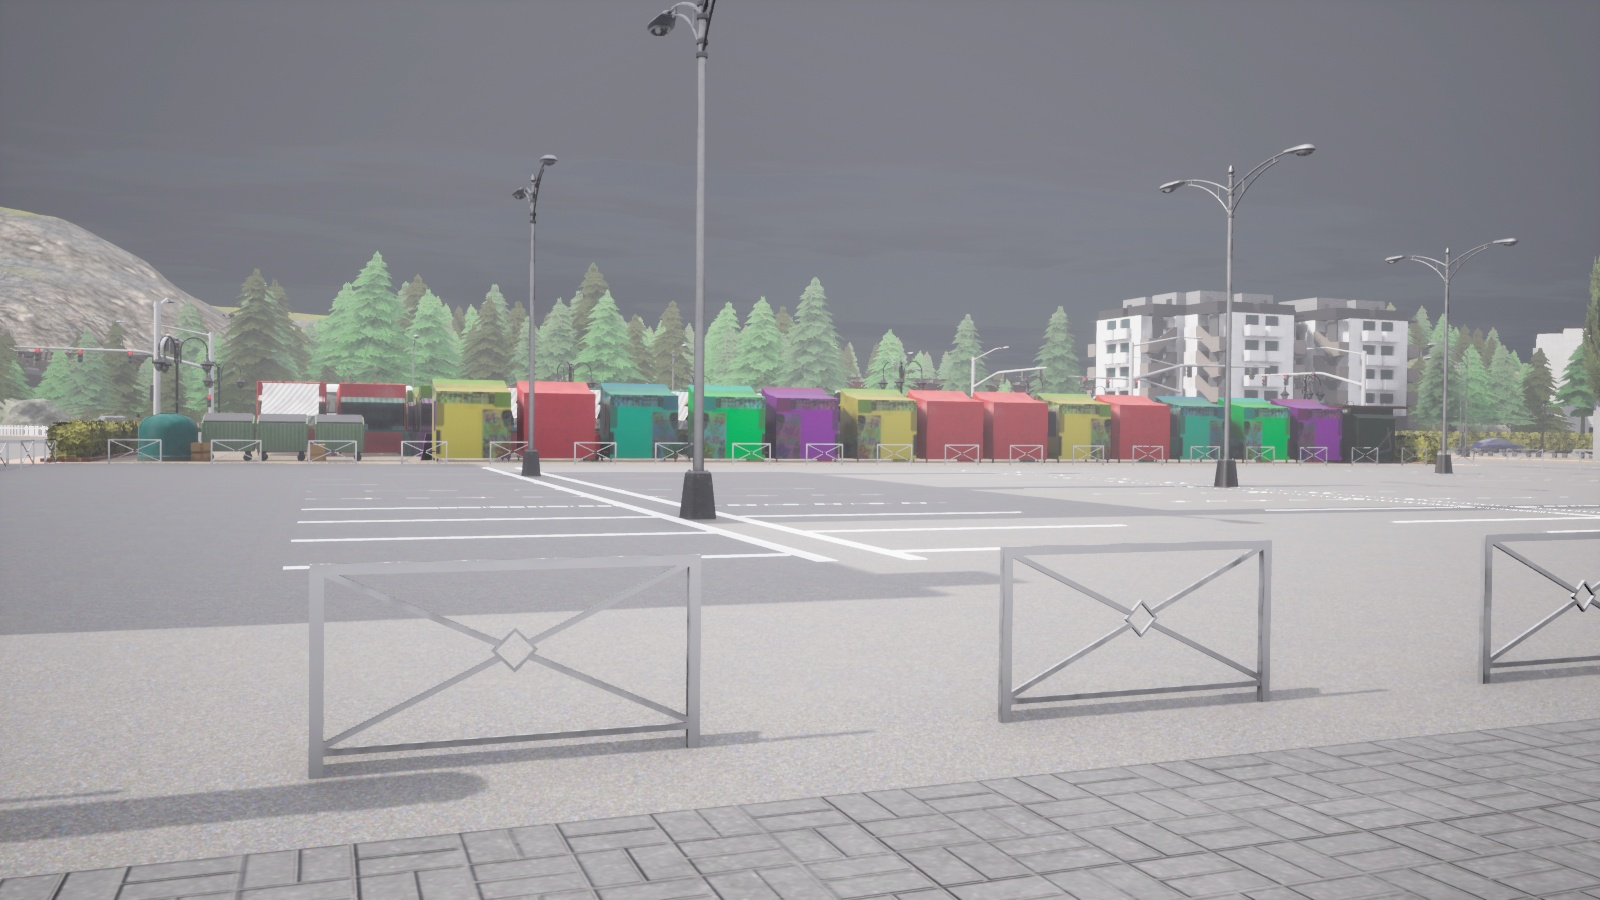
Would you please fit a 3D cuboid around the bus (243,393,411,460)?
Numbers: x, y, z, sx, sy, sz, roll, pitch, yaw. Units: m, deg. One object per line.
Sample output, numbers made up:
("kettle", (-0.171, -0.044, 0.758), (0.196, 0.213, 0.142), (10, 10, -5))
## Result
("bus", (-31.637, -1.609, 84.334), (10.273, 4.253, 3.944), (-1, 1, -21))
